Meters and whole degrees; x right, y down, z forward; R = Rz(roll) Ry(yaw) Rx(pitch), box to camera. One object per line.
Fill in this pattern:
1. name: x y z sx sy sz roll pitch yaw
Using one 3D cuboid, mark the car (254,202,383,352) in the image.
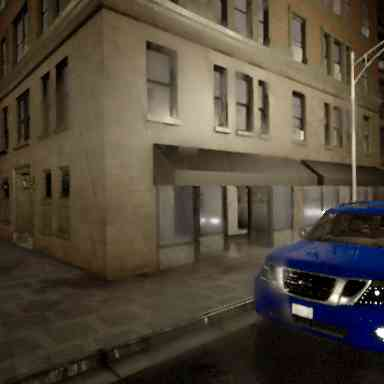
1. car: 3.549 1.233 6.291 5.566 2.045 2.150 0 -1 -41
